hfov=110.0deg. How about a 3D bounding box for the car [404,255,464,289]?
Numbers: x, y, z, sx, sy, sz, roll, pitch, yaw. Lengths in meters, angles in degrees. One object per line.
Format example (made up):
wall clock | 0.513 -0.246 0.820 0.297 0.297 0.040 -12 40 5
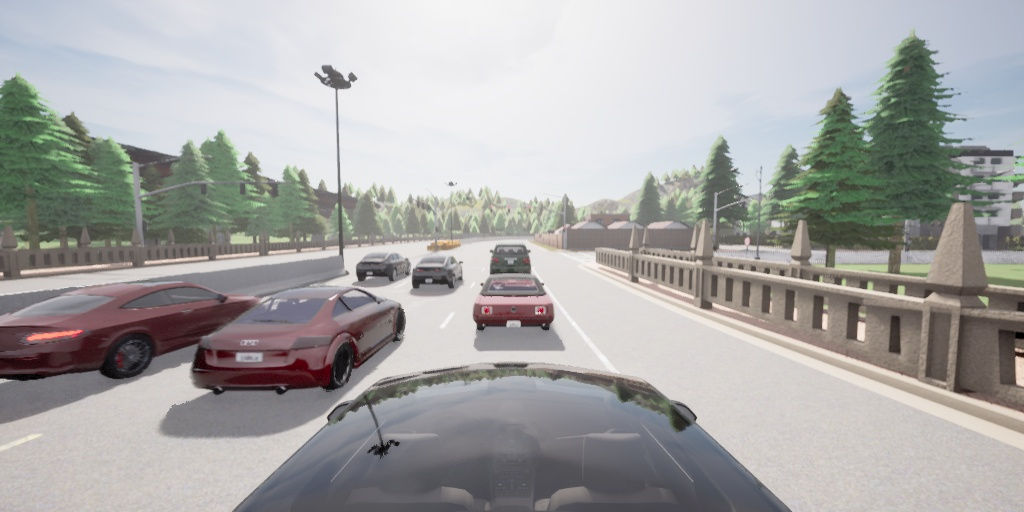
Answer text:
car | -3.570 0.668 17.685 1.837 1.490 4.892 0 3 -1

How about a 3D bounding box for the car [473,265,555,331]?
car | 0.014 1.165 10.305 1.895 1.301 4.718 0 2 -1

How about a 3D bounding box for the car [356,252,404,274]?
car | -7.098 0.509 20.207 1.837 1.490 4.892 0 3 -1

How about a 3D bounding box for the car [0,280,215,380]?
car | -6.952 1.200 6.980 1.812 1.442 4.674 0 1 -1

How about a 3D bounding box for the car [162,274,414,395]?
car | -3.449 1.244 6.687 1.994 1.385 4.181 0 1 -1

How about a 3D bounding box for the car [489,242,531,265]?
car | -0.096 0.234 20.224 2.150 2.045 5.566 0 4 -1
